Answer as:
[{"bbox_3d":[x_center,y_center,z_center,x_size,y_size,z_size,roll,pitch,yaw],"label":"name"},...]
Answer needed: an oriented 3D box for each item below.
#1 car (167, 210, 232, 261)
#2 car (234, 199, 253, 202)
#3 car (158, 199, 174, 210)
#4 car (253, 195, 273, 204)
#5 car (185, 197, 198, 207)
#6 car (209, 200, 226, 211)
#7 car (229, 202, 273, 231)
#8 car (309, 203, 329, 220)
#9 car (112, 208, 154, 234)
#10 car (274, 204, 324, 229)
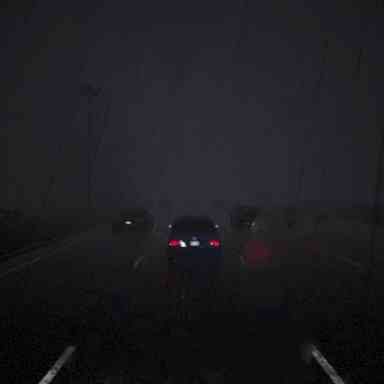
[{"bbox_3d":[0.064,1.608,12.510,2.033,1.411,5.357,0,0,0],"label":"car"},{"bbox_3d":[6.891,1.778,48.032,2.033,1.411,5.357,0,0,0],"label":"car"},{"bbox_3d":[-3.593,1.699,45.824,1.882,1.535,5.008,0,0,0],"label":"car"},{"bbox_3d":[10.393,1.459,49.273,2.150,2.045,5.566,0,0,0],"label":"car"},{"bbox_3d":[-0.136,1.619,55.708,2.097,1.767,4.553,0,0,0],"label":"car"},{"bbox_3d":[3.417,1.742,45.085,1.812,1.442,4.674,0,0,0],"label":"car"},{"bbox_3d":[3.526,1.608,21.192,1.837,1.490,4.892,0,0,0],"label":"car"},{"bbox_3d":[10.483,1.705,29.625,1.994,1.385,4.181,0,0,0],"label":"car"},{"bbox_3d":[-3.469,1.662,20.069,1.994,1.385,4.181,0,0,0],"label":"car"},{"bbox_3d":[7.024,1.710,22.782,1.895,1.301,4.718,0,0,0],"label":"car"}]
